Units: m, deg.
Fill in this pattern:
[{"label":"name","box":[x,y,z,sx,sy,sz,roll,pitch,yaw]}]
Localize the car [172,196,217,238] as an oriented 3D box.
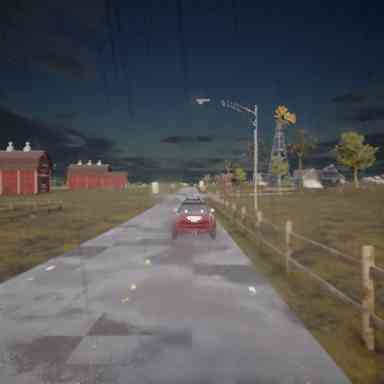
[{"label":"car","box":[0.102,1.279,17.258,2.097,1.767,4.553,0,1,0]}]
